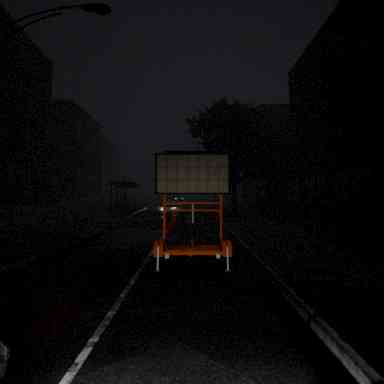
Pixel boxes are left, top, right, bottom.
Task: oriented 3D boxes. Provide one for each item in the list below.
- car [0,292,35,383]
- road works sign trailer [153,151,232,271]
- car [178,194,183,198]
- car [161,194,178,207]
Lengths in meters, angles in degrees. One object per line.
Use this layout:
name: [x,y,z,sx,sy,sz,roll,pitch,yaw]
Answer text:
car: [-3.105,1.602,2.371,1.895,1.301,4.718,0,0,0]
road works sign trailer: [0.024,0.470,10.858,2.380,3.560,2.880,0,0,0]
car: [-3.348,0.808,90.904,1.882,1.535,5.008,0,0,0]
car: [-3.238,1.319,45.835,1.812,1.442,4.674,0,1,0]
